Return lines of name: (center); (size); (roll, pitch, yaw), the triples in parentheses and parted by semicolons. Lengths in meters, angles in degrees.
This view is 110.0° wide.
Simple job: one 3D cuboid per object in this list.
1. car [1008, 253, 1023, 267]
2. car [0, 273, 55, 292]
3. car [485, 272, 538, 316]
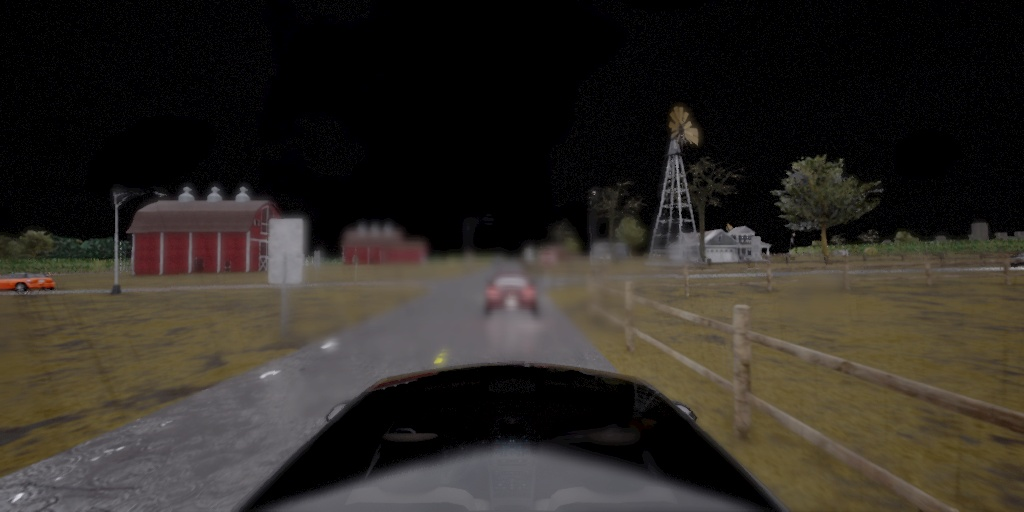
car: (47.033, 0.293, 32.124); (4.181, 1.385, 1.994); (-1, -1, 0)
car: (-43.820, 2.302, 31.783); (4.553, 1.767, 2.097); (-1, -1, 0)
car: (-0.001, 1.346, 13.712); (1.812, 1.442, 4.674); (0, 0, 0)
